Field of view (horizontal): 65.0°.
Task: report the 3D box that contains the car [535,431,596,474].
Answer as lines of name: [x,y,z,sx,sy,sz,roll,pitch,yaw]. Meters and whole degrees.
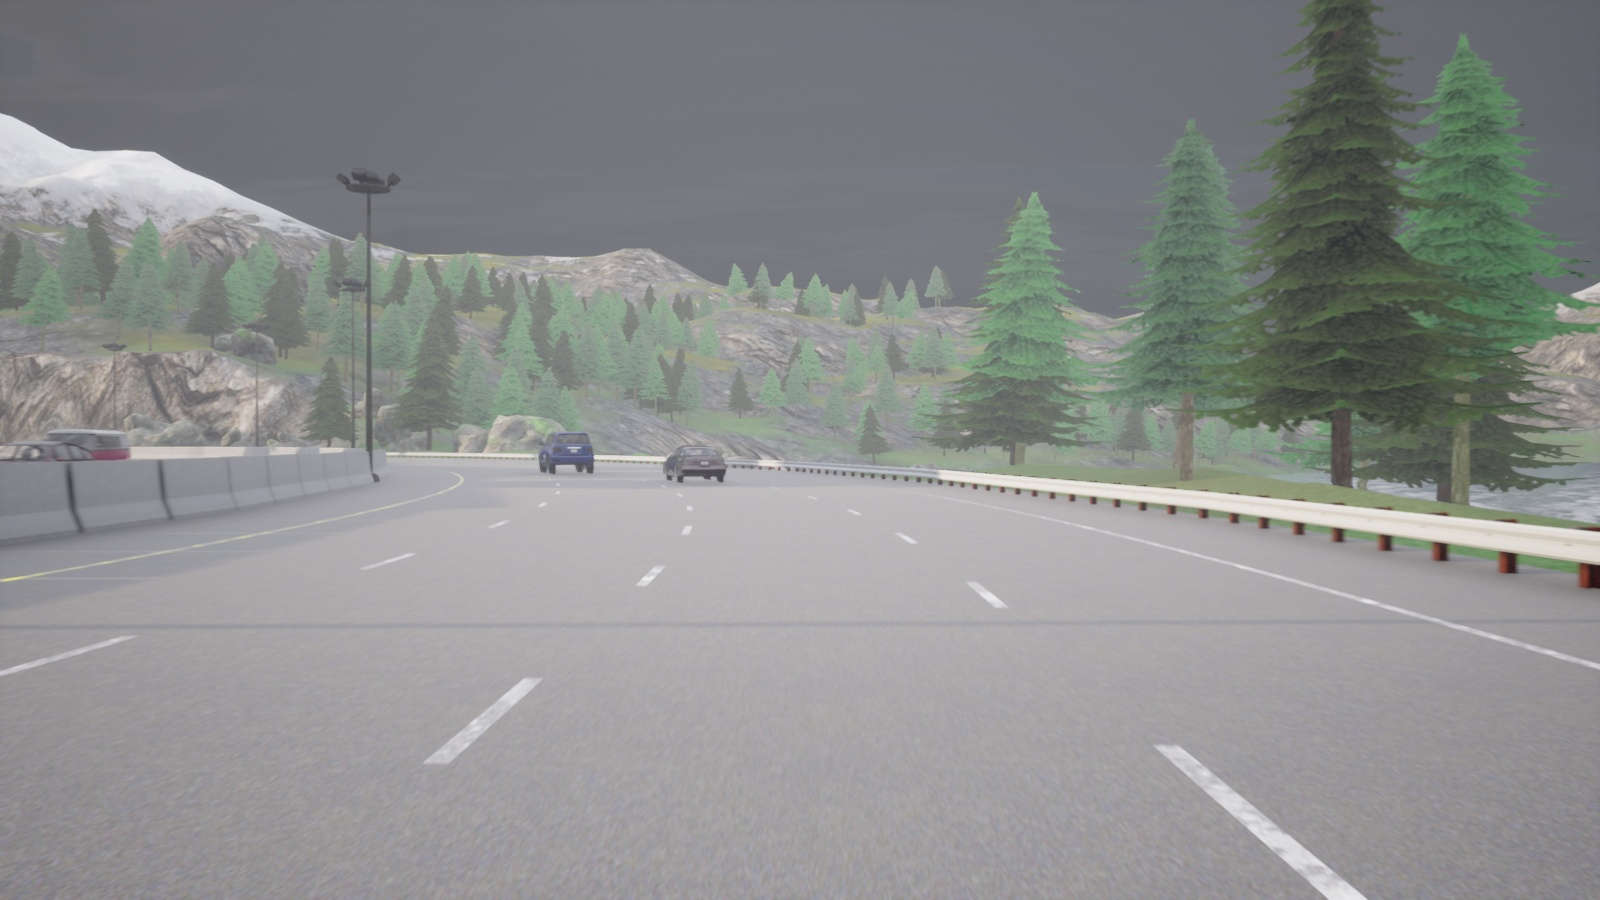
car: [-11.674,0.109,62.220,2.150,2.045,5.566,0,0,-19]

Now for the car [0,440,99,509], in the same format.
car: [-18.582,0.540,30.177,1.789,1.549,3.705,0,0,-7]

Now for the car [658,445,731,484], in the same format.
car: [-4.179,0.518,48.856,2.033,1.411,5.357,0,0,-14]

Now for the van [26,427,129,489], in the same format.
van: [-24.288,0.243,42.391,1.775,1.987,4.442,0,0,-13]
